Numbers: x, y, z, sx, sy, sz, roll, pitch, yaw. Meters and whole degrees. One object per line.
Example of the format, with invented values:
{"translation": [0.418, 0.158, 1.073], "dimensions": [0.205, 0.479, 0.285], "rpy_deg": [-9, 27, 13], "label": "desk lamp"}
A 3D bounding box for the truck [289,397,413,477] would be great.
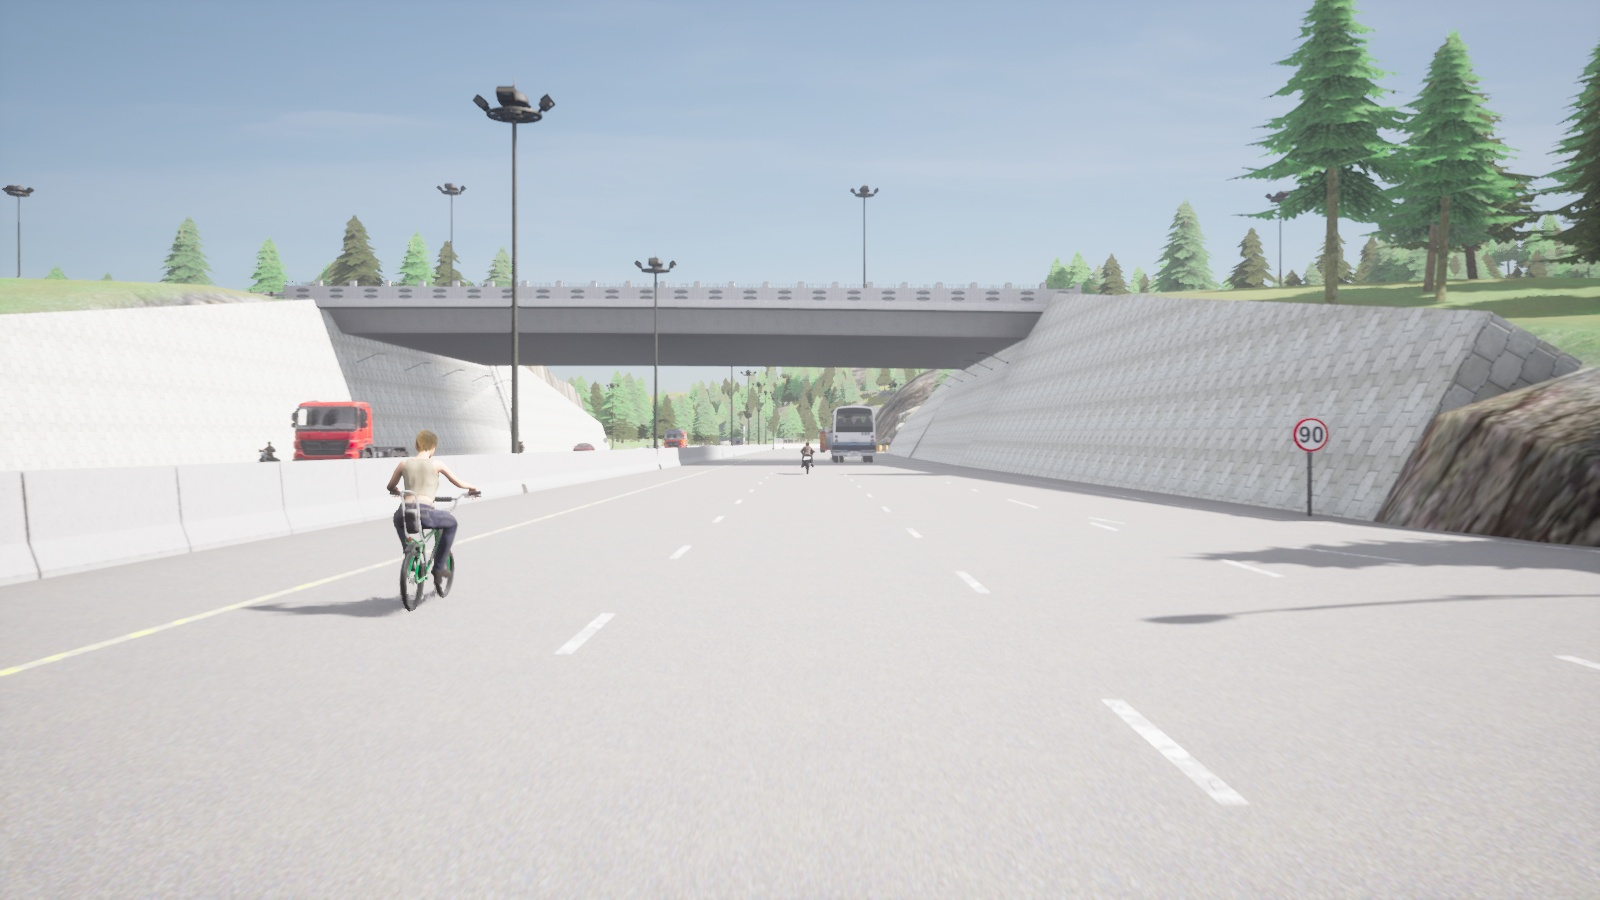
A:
{"translation": [-20.653, -0.580, 58.281], "dimensions": [2.891, 3.462, 7.936], "rpy_deg": [0, 0, 0], "label": "truck"}

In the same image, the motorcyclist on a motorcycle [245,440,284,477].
{"translation": [-24.163, 0.358, 56.687], "dimensions": [0.766, 1.649, 2.350], "rpy_deg": [0, 0, 0], "label": "motorcyclist on a motorcycle"}

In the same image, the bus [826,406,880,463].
{"translation": [4.081, -1.186, 99.239], "dimensions": [3.944, 4.253, 10.273], "rpy_deg": [0, 0, 0], "label": "bus"}

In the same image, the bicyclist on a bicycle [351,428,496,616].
{"translation": [-3.424, 0.615, 11.572], "dimensions": [0.866, 1.612, 1.509], "rpy_deg": [0, 0, 1], "label": "bicyclist on a bicycle"}
